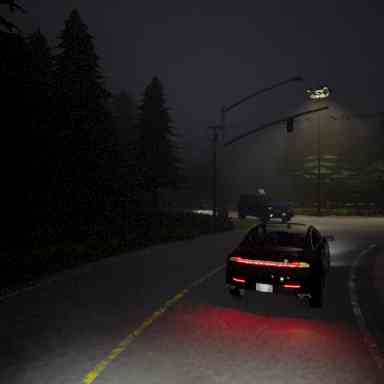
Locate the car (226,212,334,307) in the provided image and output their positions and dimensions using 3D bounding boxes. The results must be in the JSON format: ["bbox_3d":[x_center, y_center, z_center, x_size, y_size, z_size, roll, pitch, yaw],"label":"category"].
[{"bbox_3d":[2.296,1.492,8.128,2.128,1.511,4.902,0,0,25],"label":"car"}]

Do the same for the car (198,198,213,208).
[{"bbox_3d":[1.953,1.519,43.333,2.128,1.511,4.902,0,0,8],"label":"car"}]

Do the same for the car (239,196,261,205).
[{"bbox_3d":[10.750,1.534,61.480,1.837,1.490,4.892,0,-1,39],"label":"car"}]

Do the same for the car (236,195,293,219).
[{"bbox_3d":[5.537,1.248,26.196,2.150,2.045,5.566,0,0,-21],"label":"car"}]
